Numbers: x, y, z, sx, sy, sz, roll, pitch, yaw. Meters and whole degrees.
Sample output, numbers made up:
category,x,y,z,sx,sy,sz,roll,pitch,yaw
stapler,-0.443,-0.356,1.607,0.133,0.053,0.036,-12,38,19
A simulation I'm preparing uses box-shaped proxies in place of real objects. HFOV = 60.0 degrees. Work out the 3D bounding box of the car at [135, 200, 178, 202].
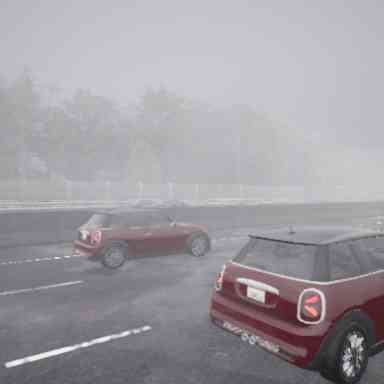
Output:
category,x,y,z,sx,sy,sz,roll,pitch,yaw
car,-2.076,1.605,28.305,4.718,1.301,1.895,0,0,-35

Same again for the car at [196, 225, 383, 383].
category,x,y,z,sx,sy,sz,roll,pitch,yaw
car,2.562,1.353,5.576,4.553,1.767,2.097,0,0,-36

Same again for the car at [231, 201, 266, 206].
category,x,y,z,sx,sy,sz,roll,pitch,yaw
car,4.586,1.504,28.743,4.902,1.511,2.128,0,0,-35

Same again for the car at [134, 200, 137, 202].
category,x,y,z,sx,sy,sz,roll,pitch,yaw
car,-5.353,1.530,34.562,4.674,1.442,1.812,0,0,-35

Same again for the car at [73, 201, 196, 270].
category,x,y,z,sx,sy,sz,roll,pitch,yaw
car,-1.504,1.352,11.274,4.553,1.767,2.097,0,0,-36
